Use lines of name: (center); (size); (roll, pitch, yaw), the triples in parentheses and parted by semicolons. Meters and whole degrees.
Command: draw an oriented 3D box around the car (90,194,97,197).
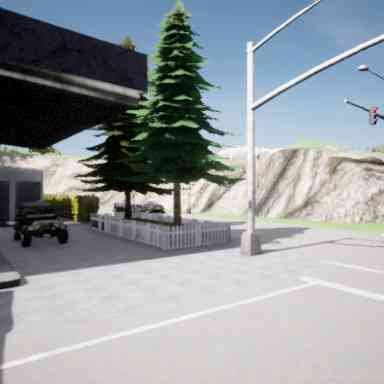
car: (-17.707, 1.336, 56.374); (2.150, 2.045, 5.566); (0, 0, -35)

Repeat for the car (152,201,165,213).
car: (-4.813, 1.701, 37.937); (1.994, 1.385, 4.181); (0, 0, -35)

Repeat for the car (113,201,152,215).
car: (-6.413, 1.635, 33.805); (2.128, 1.511, 4.902); (0, 0, -35)

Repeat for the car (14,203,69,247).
car: (-7.434, 1.485, 16.188); (1.905, 1.878, 3.866); (0, 0, -36)
